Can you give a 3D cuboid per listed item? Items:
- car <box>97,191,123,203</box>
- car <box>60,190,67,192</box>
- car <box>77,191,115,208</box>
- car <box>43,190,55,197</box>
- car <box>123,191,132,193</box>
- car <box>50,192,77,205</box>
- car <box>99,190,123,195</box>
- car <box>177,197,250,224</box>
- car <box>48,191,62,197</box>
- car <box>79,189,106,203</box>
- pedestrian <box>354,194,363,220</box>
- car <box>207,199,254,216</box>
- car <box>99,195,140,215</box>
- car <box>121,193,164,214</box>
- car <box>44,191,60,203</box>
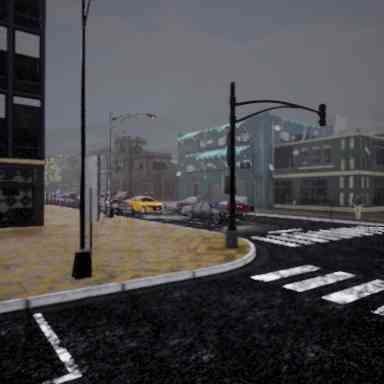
[{"bbox_3d":[-12.980,0.739,52.381,2.192,1.841,5.009,1,0,-36],"label":"car"},{"bbox_3d":[-21.768,0.761,59.943,1.837,1.490,4.892,0,0,-36],"label":"car"},{"bbox_3d":[-9.893,1.030,34.007,1.967,1.590,4.097,1,0,-36],"label":"car"},{"bbox_3d":[-35.955,0.325,83.676,1.967,1.590,4.097,1,0,-36],"label":"car"},{"bbox_3d":[-9.697,0.812,47.908,2.192,1.841,5.009,1,0,-36],"label":"car"},{"bbox_3d":[-16.459,1.030,42.948,1.802,1.307,4.206,1,0,-36],"label":"car"},{"bbox_3d":[-10.280,0.904,38.916,2.097,1.767,4.553,0,0,-36],"label":"car"},{"bbox_3d":[1.329,1.344,23.077,2.033,1.411,5.357,0,0,-36],"label":"car"},{"bbox_3d":[-32.677,0.530,79.206,1.947,1.339,4.313,1,0,-36],"label":"car"},{"bbox_3d":[-15.447,0.622,51.343,2.150,2.045,5.566,0,1,-36],"label":"car"},{"bbox_3d":[11.773,1.060,23.616,0.375,1.860,0.375,1,-1,-36],"label":"pedestrian"},{"bbox_3d":[3.423,1.359,30.024,1.802,1.307,4.206,1,0,-36],"label":"car"},{"bbox_3d":[-6.615,1.241,29.537,1.802,1.307,4.206,1,0,-36],"label":"car"},{"bbox_3d":[-4.456,1.154,30.974,1.882,1.535,5.008,0,0,-36],"label":"car"},{"bbox_3d":[-19.741,0.957,47.421,1.802,1.307,4.206,1,0,-36],"label":"car"}]
